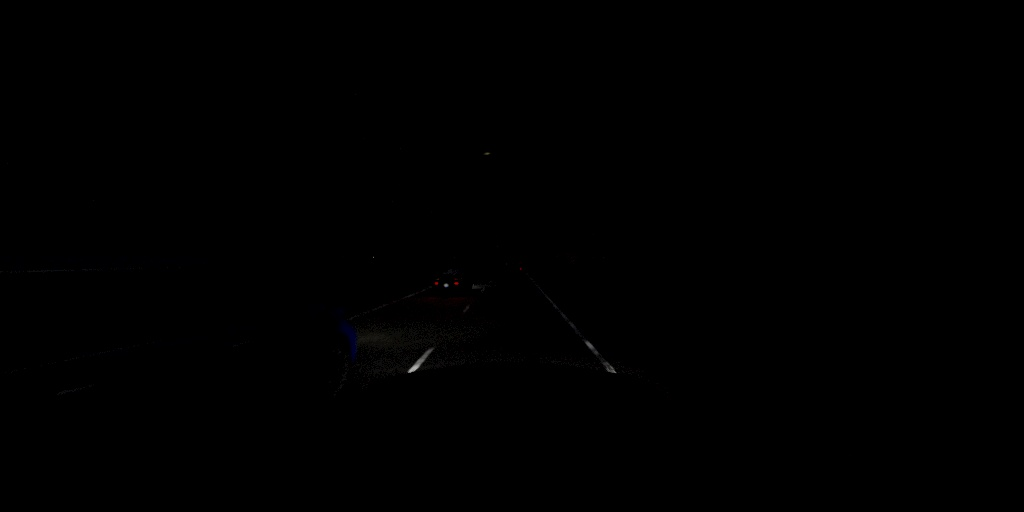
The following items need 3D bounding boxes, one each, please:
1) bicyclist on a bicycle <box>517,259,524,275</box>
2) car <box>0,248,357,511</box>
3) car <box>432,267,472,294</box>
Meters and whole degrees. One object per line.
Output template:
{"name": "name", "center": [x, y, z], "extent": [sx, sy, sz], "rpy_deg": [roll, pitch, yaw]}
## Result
{"name": "bicyclist on a bicycle", "center": [0.975, 1.304, 40.800], "extent": [0.866, 1.612, 1.509], "rpy_deg": [0, 0, 0]}
{"name": "car", "center": [-3.398, 0.975, 3.037], "extent": [2.150, 2.045, 5.566], "rpy_deg": [0, 0, 0]}
{"name": "car", "center": [-3.410, 1.333, 20.860], "extent": [1.812, 1.442, 4.674], "rpy_deg": [0, 0, 0]}
